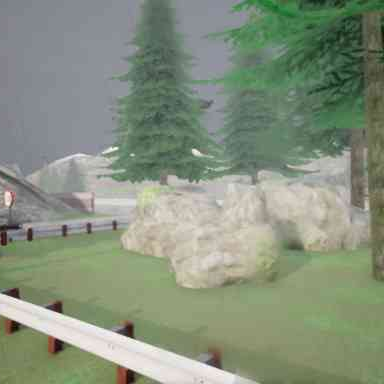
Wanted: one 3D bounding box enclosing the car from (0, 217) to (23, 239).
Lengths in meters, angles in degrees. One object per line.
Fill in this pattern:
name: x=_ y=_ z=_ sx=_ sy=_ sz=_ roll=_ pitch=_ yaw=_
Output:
car: x=-10.309 y=1.479 z=15.320 sx=5.357 sy=1.411 sz=2.033 roll=0 pitch=0 yaw=23
